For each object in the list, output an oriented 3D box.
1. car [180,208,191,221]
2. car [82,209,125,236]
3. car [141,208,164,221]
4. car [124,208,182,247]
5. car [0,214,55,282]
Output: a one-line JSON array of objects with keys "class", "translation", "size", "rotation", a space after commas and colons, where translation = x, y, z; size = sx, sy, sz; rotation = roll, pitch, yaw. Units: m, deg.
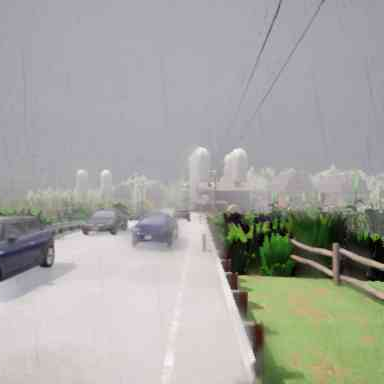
[{"class": "car", "translation": [-1.181, 2.580, 37.893], "size": [2.128, 1.511, 4.902], "rotation": [0, -4, 0]}, {"class": "car", "translation": [-5.254, 1.792, 20.636], "size": [1.812, 1.442, 4.674], "rotation": [0, -1, 2]}, {"class": "car", "translation": [-4.786, 2.801, 40.925], "size": [2.128, 1.511, 4.902], "rotation": [0, -5, 0]}, {"class": "car", "translation": [-1.730, 1.760, 16.279], "size": [1.812, 1.442, 4.674], "rotation": [0, 0, 2]}, {"class": "car", "translation": [-5.592, 1.499, 9.035], "size": [2.097, 1.767, 4.553], "rotation": [0, -1, 2]}]
